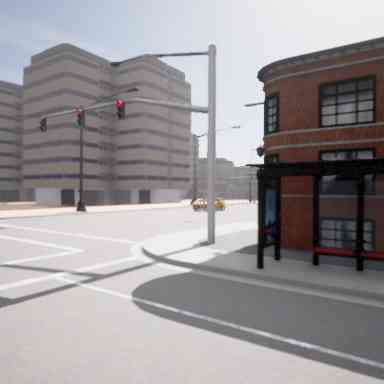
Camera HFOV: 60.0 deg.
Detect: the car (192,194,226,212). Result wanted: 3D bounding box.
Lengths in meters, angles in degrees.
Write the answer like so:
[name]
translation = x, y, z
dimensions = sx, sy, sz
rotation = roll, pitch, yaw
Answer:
[car]
translation = 1.944, 1.346, 37.429
dimensions = 1.882, 1.535, 5.008
rotation = 0, 0, 35
